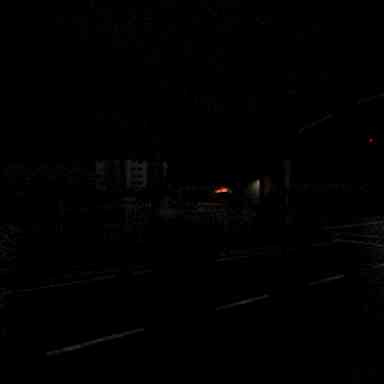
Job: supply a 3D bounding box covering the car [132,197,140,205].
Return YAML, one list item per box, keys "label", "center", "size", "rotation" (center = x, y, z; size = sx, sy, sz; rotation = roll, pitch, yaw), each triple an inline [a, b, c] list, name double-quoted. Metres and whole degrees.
- label: "car"
  center: [-11.044, 1.553, 59.597]
  size: [1.812, 1.442, 4.674]
  rotation: [0, 0, -34]

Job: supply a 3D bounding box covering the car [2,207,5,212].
- label: "car"
  center: [-21.111, 1.393, 41.584]
  size: [3.806, 1.475, 1.970]
  rotation: [0, 0, -35]

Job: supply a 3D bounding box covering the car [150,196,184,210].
- label: "car"
  center: [-3.433, 1.338, 41.789]
  size: [2.097, 1.767, 4.553]
  rotation: [0, 0, -34]

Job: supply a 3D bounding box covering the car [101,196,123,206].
- label: "car"
  center: [-13.951, 1.496, 57.648]
  size: [2.128, 1.511, 4.902]
  rotation: [0, 0, -34]

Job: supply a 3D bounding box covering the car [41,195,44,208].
- label: "car"
  center: [-8.075, 1.153, 23.222]
  size: [3.866, 1.878, 1.905]
  rotation: [0, 0, -35]

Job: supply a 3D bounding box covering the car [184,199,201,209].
- label: "car"
  center: [-0.834, 1.585, 44.194]
  size: [1.895, 1.301, 4.718]
  rotation: [0, 0, -34]

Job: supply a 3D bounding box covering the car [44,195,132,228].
- label: "car"
  center: [-6.447, 1.150, 20.828]
  size: [4.605, 1.855, 1.932]
  rotation: [0, 0, -35]

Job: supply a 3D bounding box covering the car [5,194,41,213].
- label: "car"
  center: [-19.447, 1.154, 39.215]
  size: [3.866, 1.878, 1.905]
  rotation: [0, 0, -35]
